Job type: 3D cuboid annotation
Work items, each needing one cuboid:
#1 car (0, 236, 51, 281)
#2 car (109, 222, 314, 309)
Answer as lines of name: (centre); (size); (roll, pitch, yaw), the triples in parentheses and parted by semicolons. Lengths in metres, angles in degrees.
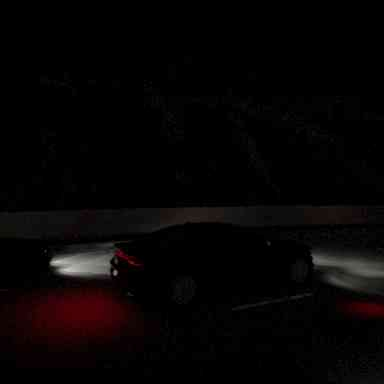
car: (-6.338, 1.474, 7.901); (5.357, 1.411, 2.033); (0, 0, -35)
car: (0.651, 1.438, 7.766); (5.008, 1.535, 1.882); (0, 0, -29)
